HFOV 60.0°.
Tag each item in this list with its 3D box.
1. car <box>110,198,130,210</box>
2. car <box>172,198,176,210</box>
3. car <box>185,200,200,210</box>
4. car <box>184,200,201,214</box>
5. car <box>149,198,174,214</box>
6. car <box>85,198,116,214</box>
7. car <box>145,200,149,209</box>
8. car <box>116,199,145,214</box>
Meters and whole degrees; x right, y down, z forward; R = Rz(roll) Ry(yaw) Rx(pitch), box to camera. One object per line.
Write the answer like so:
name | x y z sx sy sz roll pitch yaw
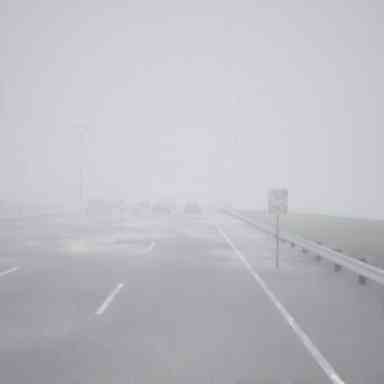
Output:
car | -10.420 1.740 48.583 1.837 1.490 4.892 0 0 0
car | -3.418 1.627 48.716 2.097 1.767 4.553 0 0 0
car | 0.081 1.861 48.809 1.994 1.385 4.181 0 0 0
car | 0.057 1.793 37.864 1.994 1.385 4.181 0 0 0
car | -3.444 1.734 37.779 1.812 1.442 4.674 0 0 0
car | -10.443 1.519 37.761 2.097 1.767 4.553 0 0 0
car | -6.918 1.819 48.682 1.994 1.385 4.181 0 0 0
car | -6.944 1.714 37.785 1.812 1.442 4.674 0 0 0
